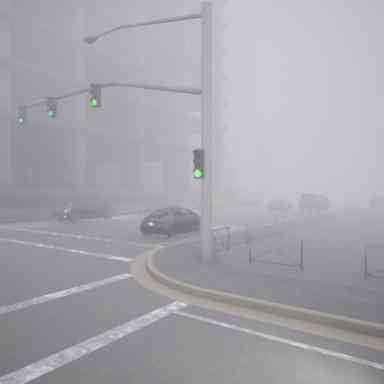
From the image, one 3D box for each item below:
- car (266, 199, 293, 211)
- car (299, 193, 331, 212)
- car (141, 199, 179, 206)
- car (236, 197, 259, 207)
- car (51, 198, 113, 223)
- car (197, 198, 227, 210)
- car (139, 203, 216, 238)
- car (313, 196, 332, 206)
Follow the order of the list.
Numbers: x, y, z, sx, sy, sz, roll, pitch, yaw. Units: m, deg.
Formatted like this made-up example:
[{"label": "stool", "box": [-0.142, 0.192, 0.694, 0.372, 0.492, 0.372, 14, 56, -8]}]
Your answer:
[{"label": "car", "box": [10.396, 1.508, 39.383, 1.994, 1.385, 4.181, 0, 0, 35]}, {"label": "car", "box": [14.287, 1.166, 38.823, 2.150, 2.045, 5.566, 0, 0, 35]}, {"label": "car", "box": [-3.065, 1.436, 32.831, 2.128, 1.511, 4.902, 0, 0, 35]}, {"label": "car", "box": [8.246, 1.470, 48.734, 1.812, 1.442, 4.674, 0, 0, 36]}, {"label": "car", "box": [-8.329, 1.297, 25.407, 2.097, 1.767, 4.553, 0, 0, 36]}, {"label": "car", "box": [2.385, 1.422, 40.519, 1.882, 1.535, 5.008, 0, 0, 36]}, {"label": "car", "box": [-0.791, 1.508, 17.512, 1.994, 1.385, 4.181, 0, 0, 35]}, {"label": "car", "box": [21.844, 1.422, 55.548, 1.882, 1.535, 5.008, 0, 0, 35]}]
